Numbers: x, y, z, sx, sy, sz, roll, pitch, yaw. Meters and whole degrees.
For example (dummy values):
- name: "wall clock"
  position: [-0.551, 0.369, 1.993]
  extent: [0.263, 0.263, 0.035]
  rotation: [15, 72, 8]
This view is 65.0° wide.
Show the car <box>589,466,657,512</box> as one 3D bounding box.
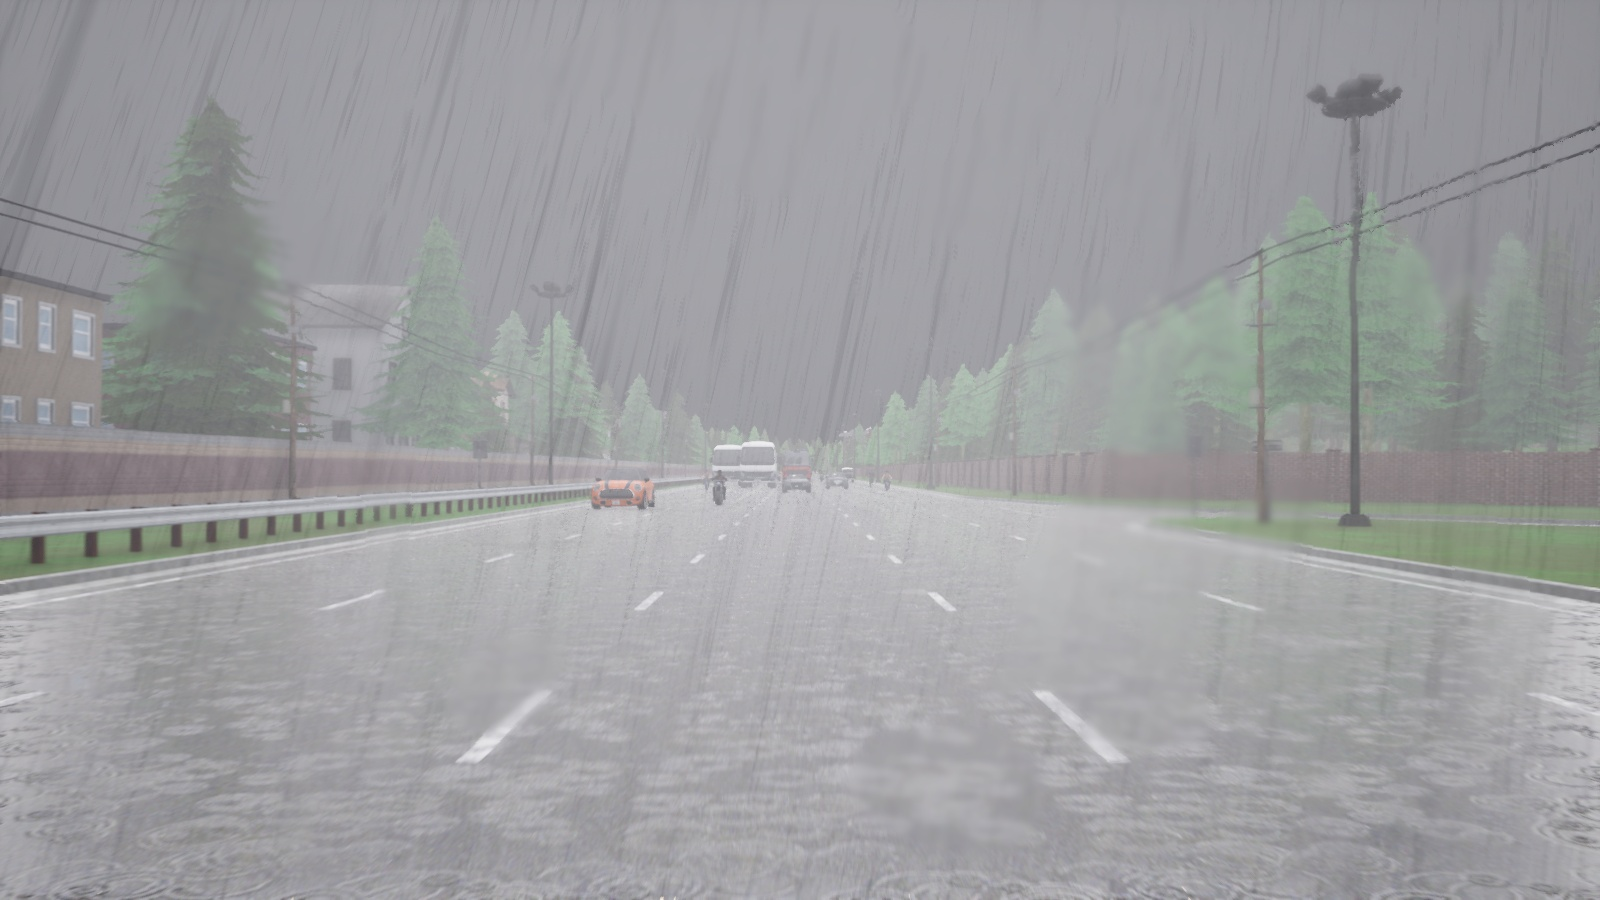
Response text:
- name: "car"
  position: [-7.126, 1.554, 51.001]
  extent: [2.097, 1.767, 4.553]
  rotation: [0, -1, 0]

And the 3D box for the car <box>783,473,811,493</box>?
- name: "car"
  position: [-0.223, 2.391, 90.412]
  extent: [1.994, 1.385, 4.181]
  rotation: [0, -1, 0]

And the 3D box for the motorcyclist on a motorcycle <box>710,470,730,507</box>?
- name: "motorcyclist on a motorcycle"
  position: [-3.641, 1.733, 57.113]
  extent: [0.766, 1.649, 2.350]
  rotation: [0, -1, 0]
